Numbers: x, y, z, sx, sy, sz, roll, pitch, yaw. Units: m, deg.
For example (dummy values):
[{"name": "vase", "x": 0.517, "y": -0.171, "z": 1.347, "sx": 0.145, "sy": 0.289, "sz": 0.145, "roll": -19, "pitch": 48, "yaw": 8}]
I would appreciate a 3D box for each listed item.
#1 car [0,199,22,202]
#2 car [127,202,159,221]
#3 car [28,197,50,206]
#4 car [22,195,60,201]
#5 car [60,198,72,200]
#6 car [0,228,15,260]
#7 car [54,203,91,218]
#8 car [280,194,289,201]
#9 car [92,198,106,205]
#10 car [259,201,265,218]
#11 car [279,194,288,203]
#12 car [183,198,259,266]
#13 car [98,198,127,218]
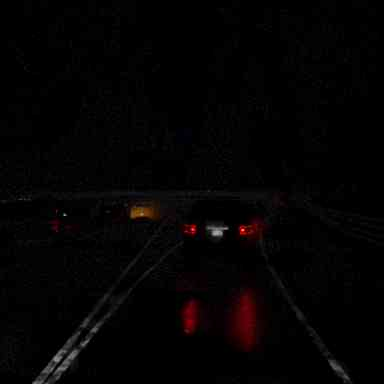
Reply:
[{"name": "car", "x": -25.071, "y": 1.758, "z": 47.566, "sx": 1.994, "sy": 1.385, "sz": 4.181, "roll": 0, "pitch": -1, "yaw": 0}, {"name": "car", "x": -3.800, "y": 1.526, "z": 27.476, "sx": 1.882, "sy": 1.535, "sz": 5.008, "roll": 0, "pitch": 0, "yaw": -1}, {"name": "car", "x": -28.657, "y": 1.783, "z": 62.602, "sx": 2.097, "sy": 1.767, "sz": 4.553, "roll": 0, "pitch": -1, "yaw": -1}, {"name": "car", "x": -21.572, "y": 1.427, "z": 47.819, "sx": 2.150, "sy": 2.045, "sz": 5.566, "roll": 0, "pitch": -1, "yaw": 0}, {"name": "car", "x": -25.165, "y": 1.929, "z": 63.436, "sx": 1.882, "sy": 1.535, "sz": 5.008, "roll": 0, "pitch": -1, "yaw": -1}, {"name": "car", "x": -7.019, "y": 1.487, "z": 9.600, "sx": 2.128, "sy": 1.511, "sz": 4.902, "roll": 0, "pitch": 0, "yaw": -1}, {"name": "car", "x": -10.728, "y": 1.651, "z": 30.201, "sx": 1.895, "sy": 1.301, "sz": 4.718, "roll": 0, "pitch": 0, "yaw": -1}, {"name": "car", "x": 22.657, "y": 1.312, "z": 81.735, "sx": 2.128, "sy": 1.511, "sz": 4.902, "roll": 0, "pitch": 1, "yaw": 15}, {"name": "car", "x": -21.817, "y": 2.245, "z": 78.361, "sx": 1.882, "sy": 1.535, "sz": 5.008, "roll": 0, "pitch": -1, "yaw": -1}, {"name": "car", "x": 5.879, "y": 1.607, "z": 31.812, "sx": 2.128, "sy": 1.511, "sz": 4.902, "roll": -1, "pitch": -1, "yaw": 18}, {"name": "car", "x": 19.806, "y": 1.569, "z": 72.069, "sx": 1.837, "sy": 1.490, "sz": 4.892, "roll": -1, "pitch": 1, "yaw": 17}, {"name": "car", "x": 1.066, "y": 1.231, "z": 11.892, "sx": 2.150, "sy": 2.045, "sz": 5.566, "roll": 0, "pitch": 0, "yaw": 8}, {"name": "car", "x": -7.237, "y": 1.542, "z": 31.110, "sx": 1.882, "sy": 1.535, "sz": 5.008, "roll": 0, "pitch": 0, "yaw": -1}]
